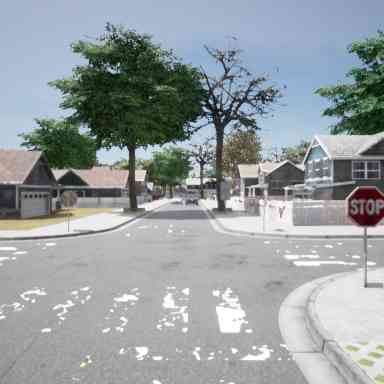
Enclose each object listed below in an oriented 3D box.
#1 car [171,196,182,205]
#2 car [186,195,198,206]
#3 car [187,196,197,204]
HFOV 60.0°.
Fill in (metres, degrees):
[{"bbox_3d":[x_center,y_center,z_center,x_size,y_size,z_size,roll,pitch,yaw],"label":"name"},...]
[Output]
[{"bbox_3d":[-2.764,1.517,60.353,1.812,1.442,4.674,0,0,0],"label":"car"},{"bbox_3d":[-0.013,1.344,56.537,2.097,1.767,4.553,0,0,0],"label":"car"},{"bbox_3d":[-0.016,1.554,66.603,1.994,1.385,4.181,0,0,0],"label":"car"}]
